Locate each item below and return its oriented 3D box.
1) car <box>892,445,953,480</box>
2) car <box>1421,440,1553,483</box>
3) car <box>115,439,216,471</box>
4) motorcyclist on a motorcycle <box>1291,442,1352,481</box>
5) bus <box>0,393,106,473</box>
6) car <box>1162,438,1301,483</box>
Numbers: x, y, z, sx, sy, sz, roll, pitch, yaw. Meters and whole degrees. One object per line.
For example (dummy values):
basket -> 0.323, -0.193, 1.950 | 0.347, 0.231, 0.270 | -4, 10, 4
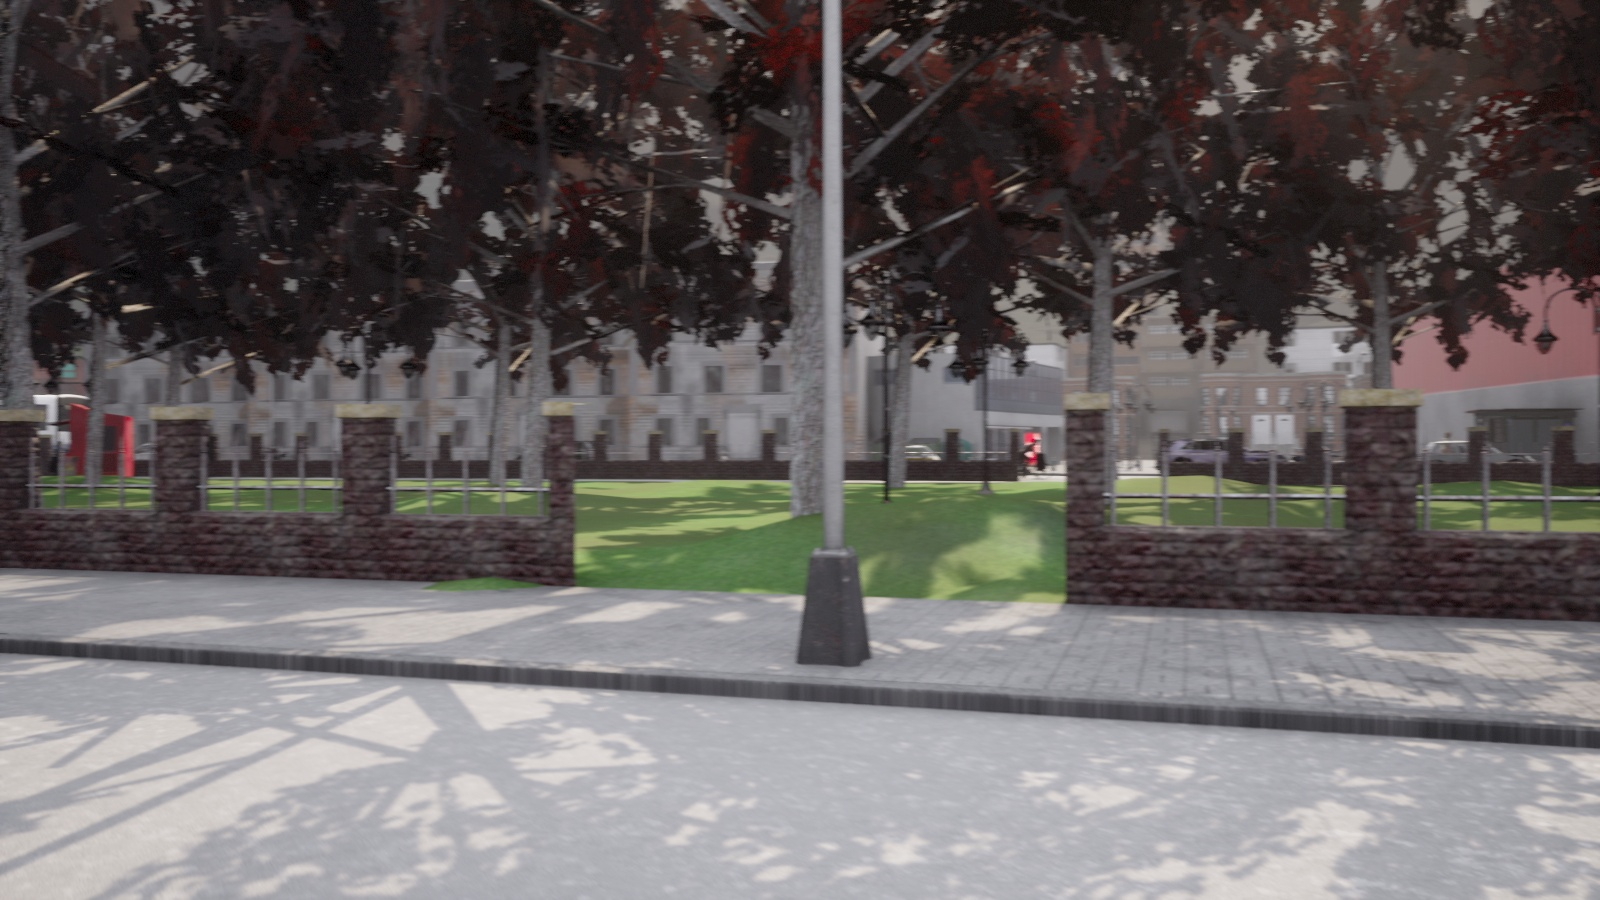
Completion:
car -> 4.997, 0.499, 51.011 | 2.207, 1.376, 1.481 | 0, 0, 17
car -> 24.468, 0.404, 44.877 | 3.806, 1.475, 1.970 | 0, 0, 18
car -> -34.072, 0.272, 67.458 | 4.611, 1.667, 2.242 | 0, 0, 17
motorcyclist on a motorcycle -> 20.839, 0.450, 50.214 | 2.191, 1.530, 0.866 | 0, 0, 17
bus -> -44.131, -0.944, 68.897 | 10.273, 4.253, 3.944 | 0, 1, 8
car -> 16.244, 0.370, 47.467 | 4.856, 1.649, 2.033 | 0, 0, 17
